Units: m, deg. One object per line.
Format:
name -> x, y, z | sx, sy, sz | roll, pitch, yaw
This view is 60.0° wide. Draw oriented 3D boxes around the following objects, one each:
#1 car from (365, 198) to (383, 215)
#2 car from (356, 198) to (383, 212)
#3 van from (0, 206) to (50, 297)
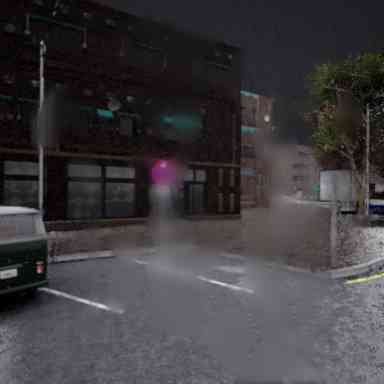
car -> 17.147, 1.388, 31.169 | 1.882, 1.535, 5.008 | 0, 1, 8
car -> 20.373, 1.384, 37.183 | 1.895, 1.301, 4.718 | 0, 1, 2
van -> -5.147, 1.279, 7.405 | 4.442, 1.987, 1.878 | -1, -1, 36
